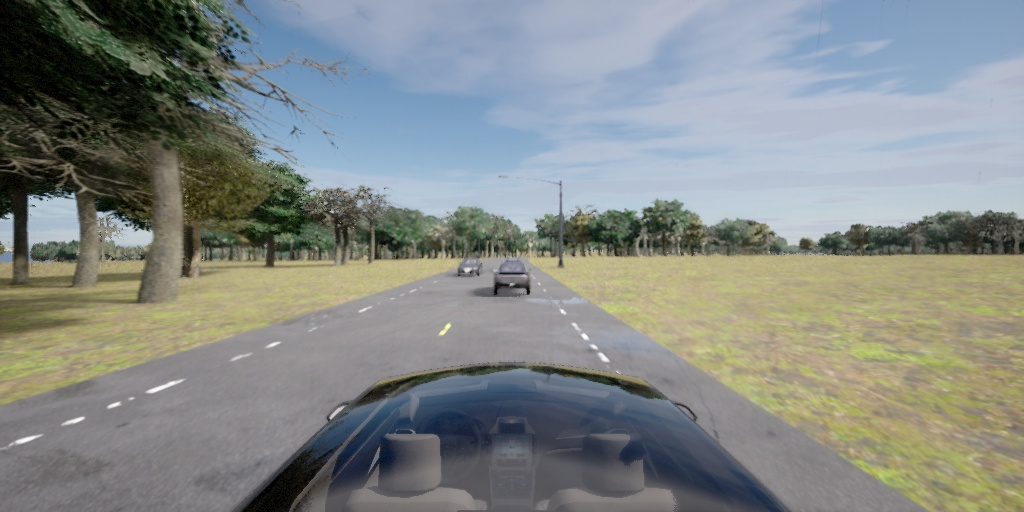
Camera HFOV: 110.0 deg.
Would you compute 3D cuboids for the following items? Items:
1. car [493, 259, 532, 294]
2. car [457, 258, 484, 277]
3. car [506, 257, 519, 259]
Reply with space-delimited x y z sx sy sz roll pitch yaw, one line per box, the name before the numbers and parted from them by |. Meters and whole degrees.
car | 0.021 1.090 18.913 2.128 1.511 4.902 0 1 1
car | -3.525 0.924 30.879 2.128 1.511 4.902 0 1 0
car | 0.069 0.816 38.009 2.128 1.511 4.902 0 1 0
